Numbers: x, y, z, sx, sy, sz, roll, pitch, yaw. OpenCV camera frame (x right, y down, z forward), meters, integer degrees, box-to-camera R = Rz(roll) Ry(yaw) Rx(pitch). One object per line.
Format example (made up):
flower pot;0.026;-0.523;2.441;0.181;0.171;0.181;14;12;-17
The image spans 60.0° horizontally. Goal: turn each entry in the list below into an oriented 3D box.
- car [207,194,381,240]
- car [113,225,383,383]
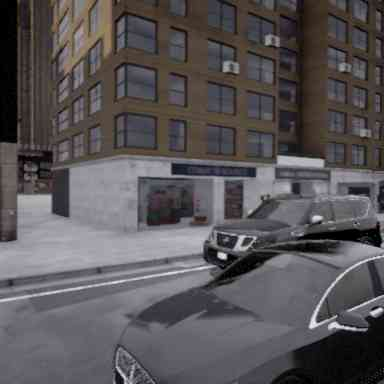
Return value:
car;2.977;1.092;9.156;5.566;2.045;2.150;0;1;-34
car;1.467;1.444;4.206;4.892;1.490;1.837;0;1;-34
